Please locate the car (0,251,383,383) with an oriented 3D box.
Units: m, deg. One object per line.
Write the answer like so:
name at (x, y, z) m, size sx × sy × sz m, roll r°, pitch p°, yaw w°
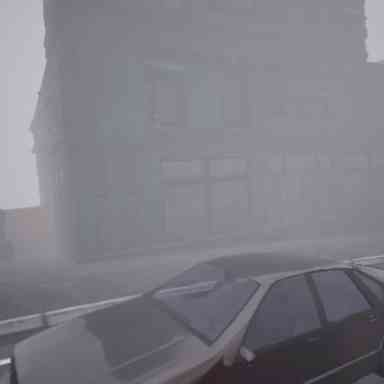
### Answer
car at (0.804, 1.505, 3.967) m, size 5.357 × 1.411 × 2.033 m, roll -1°, pitch 1°, yaw -32°
